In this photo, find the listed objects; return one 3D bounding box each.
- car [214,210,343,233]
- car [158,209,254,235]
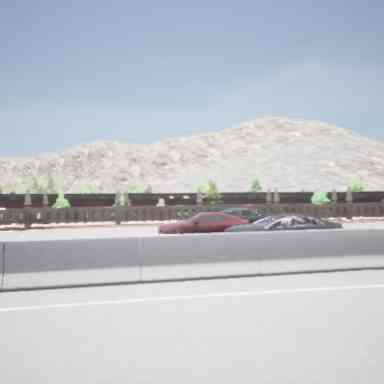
[{"bbox_3d":[3.596,1.636,13.295,4.902,1.511,2.128,-1,-1,-7],"label":"car"},{"bbox_3d":[0.647,1.744,16.403,4.674,1.442,1.812,-1,-1,-8],"label":"car"}]
